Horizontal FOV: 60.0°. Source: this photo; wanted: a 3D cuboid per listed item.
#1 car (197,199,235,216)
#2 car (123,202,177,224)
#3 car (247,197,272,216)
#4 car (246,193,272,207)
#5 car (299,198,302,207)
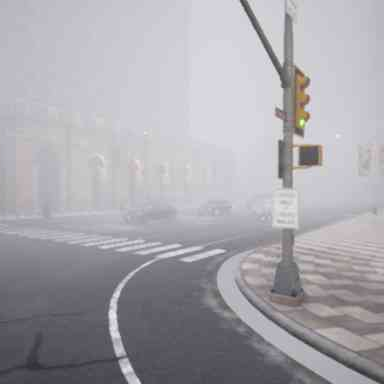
[{"bbox_3d":[2.357,1.434,31.762,1.837,1.490,4.892,0,0,35],"label":"car"},{"bbox_3d":[-2.927,1.453,24.297,1.812,1.442,4.674,0,0,36],"label":"car"},{"bbox_3d":[7.474,1.474,32.580,1.812,1.442,4.674,0,0,35],"label":"car"},{"bbox_3d":[8.568,1.154,40.506,2.150,2.045,5.566,0,0,35],"label":"car"},{"bbox_3d":[14.587,1.287,49.010,2.097,1.767,4.553,0,0,35],"label":"car"}]
